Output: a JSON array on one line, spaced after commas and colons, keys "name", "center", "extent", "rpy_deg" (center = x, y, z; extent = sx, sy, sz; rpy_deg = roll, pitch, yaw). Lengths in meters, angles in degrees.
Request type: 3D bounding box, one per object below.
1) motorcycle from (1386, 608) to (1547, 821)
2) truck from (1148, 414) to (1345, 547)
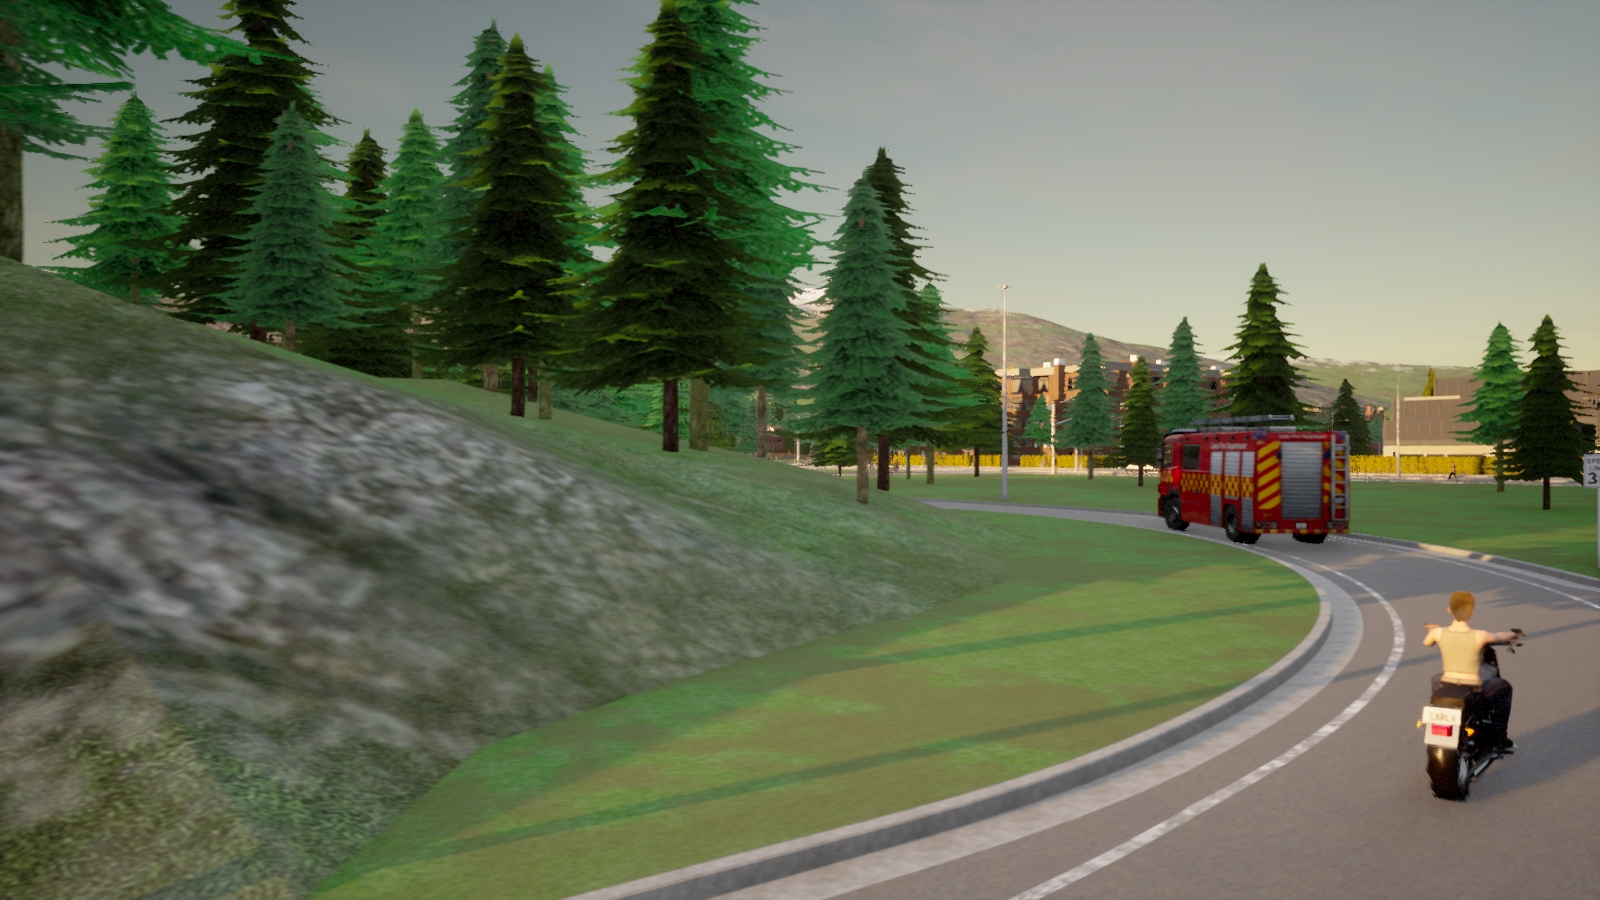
[{"name": "motorcycle", "center": [5.748, 2.155, 9.778], "extent": [0.764, 1.307, 2.356], "rpy_deg": [-1, -1, 40]}, {"name": "truck", "center": [14.169, 0.893, 37.200], "extent": [2.891, 3.827, 8.468], "rpy_deg": [0, 0, -2]}]
